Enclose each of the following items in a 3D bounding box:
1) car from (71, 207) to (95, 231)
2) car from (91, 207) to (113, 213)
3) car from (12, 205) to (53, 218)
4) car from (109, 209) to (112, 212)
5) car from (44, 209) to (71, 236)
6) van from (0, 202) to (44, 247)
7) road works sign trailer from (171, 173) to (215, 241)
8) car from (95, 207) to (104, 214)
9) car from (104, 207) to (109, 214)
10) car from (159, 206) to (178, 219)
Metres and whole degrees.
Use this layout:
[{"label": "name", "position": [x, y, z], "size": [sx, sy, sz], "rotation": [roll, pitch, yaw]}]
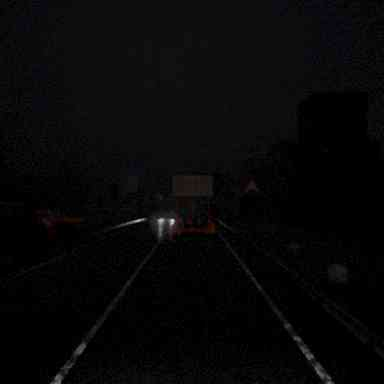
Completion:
[{"label": "car", "position": [-9.335, 1.816, 21.304], "size": [5.366, 1.575, 1.946], "rotation": [0, -2, 0]}, {"label": "car", "position": [-21.643, 4.372, 79.857], "size": [4.674, 1.452, 2.002], "rotation": [0, -3, 0]}, {"label": "car", "position": [-21.875, 2.658, 45.867], "size": [4.553, 1.767, 2.185], "rotation": [0, -3, 0]}, {"label": "car", "position": [-21.669, 4.188, 76.714], "size": [5.008, 1.535, 2.097], "rotation": [0, -3, 0]}, {"label": "car", "position": [-9.543, 1.611, 18.390], "size": [4.553, 1.767, 2.185], "rotation": [0, -2, 0]}, {"label": "van", "position": [-9.619, 1.437, 15.356], "size": [4.442, 1.987, 1.878], "rotation": [0, -1, 0]}, {"label": "road works sign trailer", "position": [0.054, 0.727, 18.369], "size": [2.380, 3.560, 2.880], "rotation": [0, -1, -1]}, {"label": "car", "position": [-21.699, 3.930, 70.170], "size": [4.674, 1.452, 2.002], "rotation": [0, -3, 0]}, {"label": "car", "position": [-21.677, 4.041, 73.444], "size": [4.892, 1.521, 2.231], "rotation": [0, -3, 0]}, {"label": "car", "position": [-3.214, 2.768, 44.117], "size": [1.837, 1.490, 4.892], "rotation": [0, -3, 0]}]
